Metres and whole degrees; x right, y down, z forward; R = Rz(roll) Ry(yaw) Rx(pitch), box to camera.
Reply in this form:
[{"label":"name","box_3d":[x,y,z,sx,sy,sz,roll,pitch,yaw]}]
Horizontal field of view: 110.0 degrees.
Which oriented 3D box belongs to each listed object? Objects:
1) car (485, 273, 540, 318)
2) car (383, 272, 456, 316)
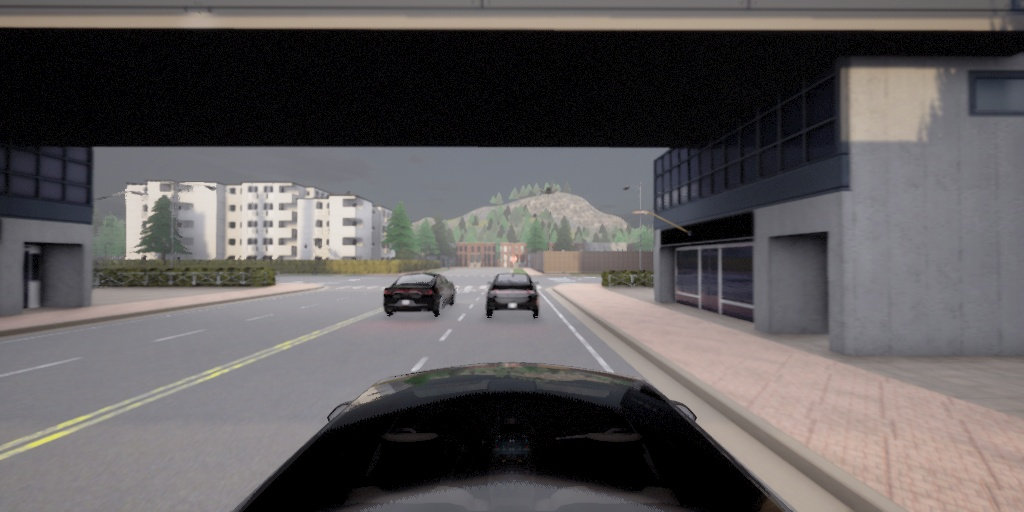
[{"label":"car","box_3d":[0.037,1.395,13.812,2.128,1.511,4.902,0,-1,1]},{"label":"car","box_3d":[-3.458,1.386,14.233,1.882,1.535,5.008,0,-1,1]}]
